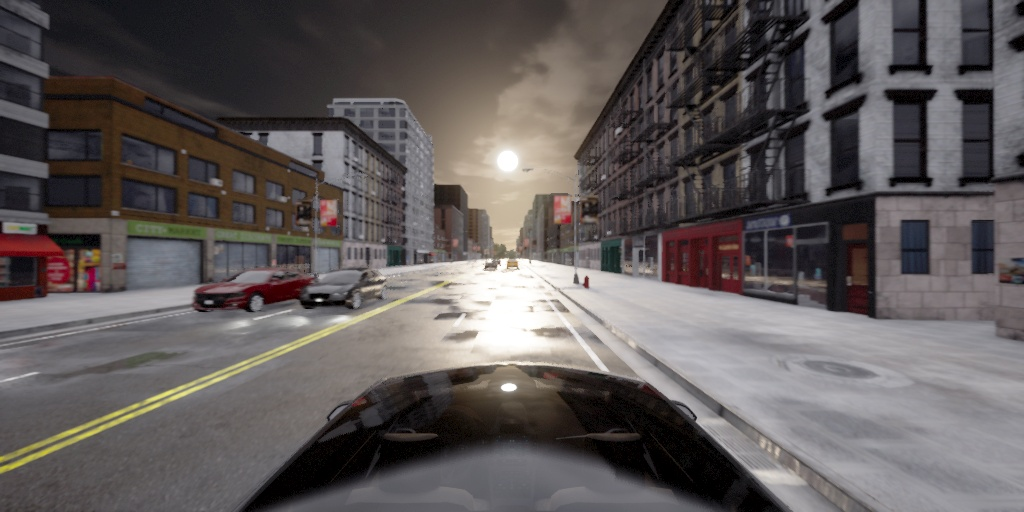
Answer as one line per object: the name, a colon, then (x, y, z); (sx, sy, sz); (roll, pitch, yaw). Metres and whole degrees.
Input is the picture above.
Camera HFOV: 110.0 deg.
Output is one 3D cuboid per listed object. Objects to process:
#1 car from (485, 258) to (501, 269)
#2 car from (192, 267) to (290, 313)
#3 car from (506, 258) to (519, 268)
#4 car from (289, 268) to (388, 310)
car: (-3.158, 1.353, 55.413); (1.895, 1.301, 4.718); (0, 0, 0)
car: (-9.852, 1.227, 14.154); (1.882, 1.535, 5.008); (0, 0, 0)
car: (0.091, 1.231, 59.337); (1.882, 1.535, 5.008); (0, 0, 0)
car: (-6.602, 1.254, 14.687); (1.837, 1.490, 4.892); (0, 0, 0)
